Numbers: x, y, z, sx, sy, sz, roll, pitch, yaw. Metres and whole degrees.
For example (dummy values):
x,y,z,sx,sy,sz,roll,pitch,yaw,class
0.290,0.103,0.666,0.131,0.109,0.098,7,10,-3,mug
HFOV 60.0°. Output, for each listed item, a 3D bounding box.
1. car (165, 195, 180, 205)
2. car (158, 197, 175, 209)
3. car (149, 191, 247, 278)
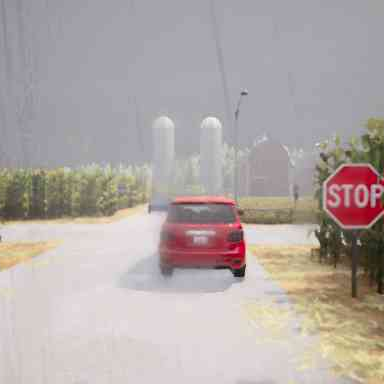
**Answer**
x,y,z,sx,sy,sz,roll,pitch,yaw,class
-3.181,1.281,54.720,2.033,1.411,5.357,0,0,0,car
-3.204,1.384,43.009,1.895,1.301,4.718,0,0,0,car
0.411,1.130,10.061,2.150,2.045,5.566,0,1,5,car
